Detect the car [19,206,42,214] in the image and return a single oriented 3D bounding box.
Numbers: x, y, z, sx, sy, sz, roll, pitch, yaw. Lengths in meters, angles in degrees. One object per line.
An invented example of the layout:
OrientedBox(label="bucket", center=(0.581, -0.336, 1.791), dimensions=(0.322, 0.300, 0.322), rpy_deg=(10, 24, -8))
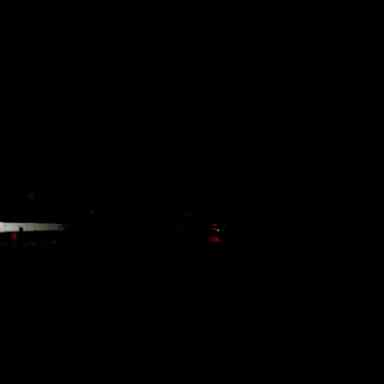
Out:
OrientedBox(label="car", center=(-37.363, 4.092, 77.159), dimensions=(2.002, 1.452, 4.674), rpy_deg=(0, 1, 19))

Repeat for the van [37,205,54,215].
OrientedBox(label="van", center=(-30.373, 3.929, 71.395), dimensions=(1.878, 1.987, 4.442), rpy_deg=(1, 1, 19))

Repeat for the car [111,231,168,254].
OrientedBox(label="car", center=(-4.924, 4.697, 31.145), dimensions=(4.792, 1.488, 2.163), rpy_deg=(1, 1, 17))

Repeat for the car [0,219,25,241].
OrientedBox(label="car", center=(-21.923, 4.221, 36.784), dimensions=(5.566, 2.045, 2.435), rpy_deg=(0, 0, 17))

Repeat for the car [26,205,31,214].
OrientedBox(label="car", center=(-35.039, 3.960, 75.245), dimensions=(2.185, 1.767, 4.553), rpy_deg=(0, 1, 19))

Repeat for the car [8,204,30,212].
OrientedBox(label="car", center=(-42.019, 3.861, 80.955), dimensions=(2.185, 1.767, 4.553), rpy_deg=(1, 1, 19))

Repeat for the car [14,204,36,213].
OrientedBox(label="car", center=(-39.683, 3.893, 79.071), dimensions=(2.185, 1.767, 4.553), rpy_deg=(1, 1, 19))

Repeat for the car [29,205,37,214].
OrientedBox(label="car", center=(-32.674, 4.119, 73.396), dimensions=(2.097, 1.535, 5.008), rpy_deg=(1, 1, 19))

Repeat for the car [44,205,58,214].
OrientedBox(label="car", center=(-28.003, 4.227, 69.629), dimensions=(2.002, 1.452, 4.674), rpy_deg=(0, 1, 19))

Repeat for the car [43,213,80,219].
OrientedBox(label="car", center=(-16.601, 4.220, 43.847), dimensions=(5.566, 2.045, 2.435), rpy_deg=(0, 0, 17))

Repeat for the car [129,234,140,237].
OrientedBox(label="car", center=(-6.750, 4.417, 28.734), dimensions=(5.566, 2.045, 2.435), rpy_deg=(1, 1, 17))

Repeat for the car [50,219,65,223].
OrientedBox(label="car", center=(-18.338, 4.501, 41.503), dimensions=(4.792, 1.488, 2.163), rpy_deg=(0, 0, 17))

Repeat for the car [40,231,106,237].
OrientedBox(label="car", center=(-8.636, 4.417, 26.324), dimensions=(5.566, 2.045, 2.435), rpy_deg=(1, 1, 17))

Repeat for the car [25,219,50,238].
OrientedBox(label="car", center=(-20.129, 4.221, 39.138), dimensions=(5.566, 2.045, 2.435), rpy_deg=(0, 0, 17))

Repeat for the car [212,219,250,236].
OrientedBox(label="car", center=(3.713, 3.257, 30.911), dimensions=(1.837, 1.490, 4.892), rpy_deg=(1, -4, 36))

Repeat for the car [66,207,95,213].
OrientedBox(label="car", center=(-20.958, 4.038, 63.968), dimensions=(2.435, 2.045, 5.566), rpy_deg=(1, 1, 19))

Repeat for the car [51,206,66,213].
OrientedBox(label="car", center=(-25.594, 4.215, 67.930), dimensions=(1.946, 1.575, 5.366), rpy_deg=(0, 1, 19))
